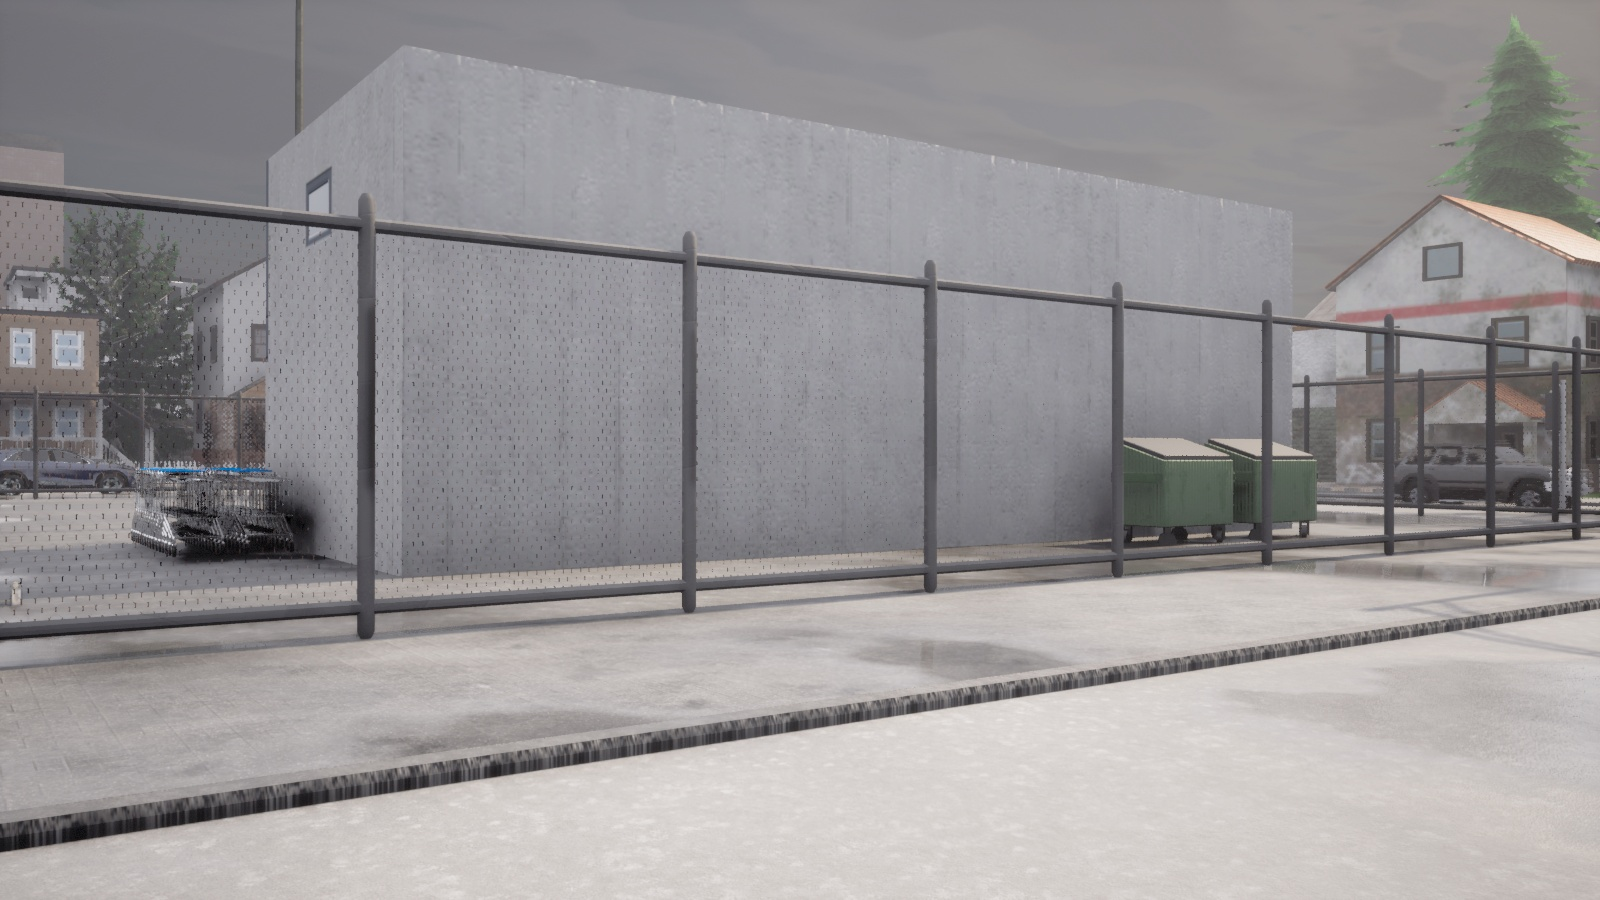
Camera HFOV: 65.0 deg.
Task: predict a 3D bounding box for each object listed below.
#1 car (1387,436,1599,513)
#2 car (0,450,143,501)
[{"bbox_3d":[18.082,0.603,32.856,1.932,1.855,4.605,0,0,-35],"label":"car"},{"bbox_3d":[-24.908,0.831,42.177,4.856,1.649,2.033,0,0,-34],"label":"car"}]
